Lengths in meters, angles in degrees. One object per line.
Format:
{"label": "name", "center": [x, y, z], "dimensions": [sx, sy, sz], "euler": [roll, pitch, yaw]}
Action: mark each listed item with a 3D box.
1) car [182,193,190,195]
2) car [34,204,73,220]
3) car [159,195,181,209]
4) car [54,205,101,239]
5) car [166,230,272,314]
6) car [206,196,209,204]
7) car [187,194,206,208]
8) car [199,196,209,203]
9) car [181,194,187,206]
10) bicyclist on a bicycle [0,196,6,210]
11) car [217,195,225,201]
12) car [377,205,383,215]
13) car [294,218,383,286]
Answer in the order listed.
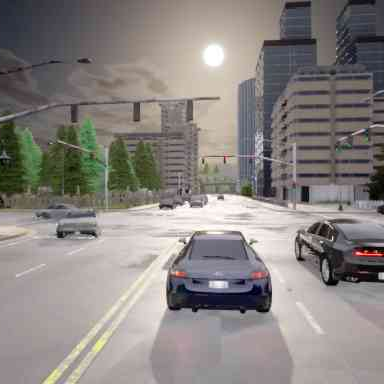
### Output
{"label": "car", "center": [-1.271, 1.221, 66.259], "dimensions": [2.150, 2.045, 5.566], "euler": [0, 0, 5]}
{"label": "car", "center": [-10.057, 1.601, 26.929], "dimensions": [4.718, 1.301, 1.895], "euler": [0, 0, 5]}
{"label": "car", "center": [-3.151, 1.547, 44.740], "dimensions": [2.033, 1.411, 5.357], "euler": [0, 0, 5]}
{"label": "car", "center": [-5.883, 1.601, 17.689], "dimensions": [1.895, 1.301, 4.718], "euler": [0, 0, -15]}
{"label": "car", "center": [0.600, 1.564, 7.730], "dimensions": [1.994, 1.385, 4.181], "euler": [0, 0, 4]}
{"label": "car", "center": [1.500, 1.352, 58.043], "dimensions": [2.097, 1.767, 4.553], "euler": [0, 0, 5]}
{"label": "car", "center": [0.718, 1.505, 48.952], "dimensions": [1.837, 1.490, 4.892], "euler": [0, 0, 5]}
{"label": "car", "center": [2.443, 1.505, 68.413], "dimensions": [1.837, 1.490, 4.892], "euler": [0, 0, 5]}
{"label": "car", "center": [-2.300, 1.547, 54.778], "dimensions": [2.033, 1.411, 5.357], "euler": [0, 0, 5]}
{"label": "bicyclist on a bicycle", "center": [-22.306, 1.301, 38.971], "dimensions": [0.582, 1.620, 1.656], "euler": [0, 0, 5]}
{"label": "car", "center": [7.431, 1.500, 85.849], "dimensions": [1.837, 1.490, 4.892], "euler": [0, 0, 5]}
{"label": "car", "center": [20.371, 1.478, 31.618], "dimensions": [5.008, 1.535, 1.882], "euler": [0, 0, 5]}
{"label": "car", "center": [4.233, 1.505, 9.346], "dimensions": [1.837, 1.490, 4.892], "euler": [0, 0, 5]}
